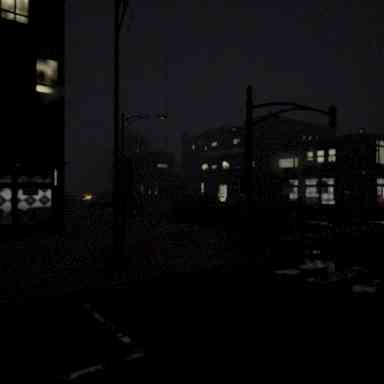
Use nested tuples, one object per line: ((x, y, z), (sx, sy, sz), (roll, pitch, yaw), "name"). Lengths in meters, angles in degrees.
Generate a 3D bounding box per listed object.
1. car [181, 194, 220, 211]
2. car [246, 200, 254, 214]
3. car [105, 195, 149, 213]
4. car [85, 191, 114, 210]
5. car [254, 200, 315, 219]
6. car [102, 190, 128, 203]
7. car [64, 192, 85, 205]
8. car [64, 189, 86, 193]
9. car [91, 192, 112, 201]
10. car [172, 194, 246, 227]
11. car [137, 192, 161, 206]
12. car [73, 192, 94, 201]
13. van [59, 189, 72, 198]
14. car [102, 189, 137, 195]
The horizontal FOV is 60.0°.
((0.849, 1.082, 35.014), (1.967, 1.590, 4.097), (1, 0, -36), "car")
((4.132, 1.293, 30.543), (1.802, 1.307, 4.206), (1, 0, -36), "car")
((-5.906, 1.202, 30.051), (1.802, 1.307, 4.206), (1, 0, -36), "car")
((-9.187, 0.991, 34.519), (1.967, 1.590, 4.097), (1, 0, -36), "car")
((7.416, 1.324, 26.075), (1.887, 1.381, 4.507), (1, 0, -36), "car")
((-12.286, 0.674, 52.890), (2.192, 1.841, 5.009), (1, 0, -36), "car")
((-15.759, 0.991, 43.456), (1.802, 1.307, 4.206), (1, 0, -36), "car")
((-17.979, 0.459, 51.006), (2.128, 1.511, 4.902), (0, 1, -36), "car")
((-15.676, 0.808, 57.497), (1.752, 1.417, 4.829), (1, 0, -36), "car")
((0.668, 1.072, 21.112), (2.192, 1.841, 5.009), (1, 0, -36), "car")
((-5.721, 1.054, 43.951), (2.008, 1.369, 4.403), (1, 0, -36), "car")
((-18.524, 0.738, 56.812), (1.882, 1.535, 5.008), (0, 1, -36), "car")
((-28.709, 0.320, 75.234), (1.690, 1.788, 3.998), (1, 0, -36), "van")
((-8.919, 0.740, 38.520), (2.150, 2.045, 5.566), (0, 1, -36), "car")
